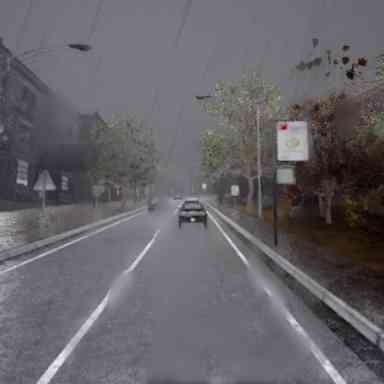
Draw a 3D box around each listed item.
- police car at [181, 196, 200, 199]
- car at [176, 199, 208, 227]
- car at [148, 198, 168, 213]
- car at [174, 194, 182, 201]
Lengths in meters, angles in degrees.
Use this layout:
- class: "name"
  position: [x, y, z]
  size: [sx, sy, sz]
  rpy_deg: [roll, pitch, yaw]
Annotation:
- class: "police car"
  position: [-0.004, 1.344, 41.797]
  size: [1.930, 1.638, 5.238]
  rpy_deg: [0, 0, 0]
- class: "car"
  position: [0.046, 1.448, 22.543]
  size: [2.128, 1.511, 4.902]
  rpy_deg: [0, 0, 0]
- class: "car"
  position: [-3.682, 1.436, 36.511]
  size: [1.837, 1.490, 4.892]
  rpy_deg: [0, 0, 0]
- class: "car"
  position: [-3.055, 1.252, 77.012]
  size: [2.033, 1.411, 5.357]
  rpy_deg: [0, 0, 4]
